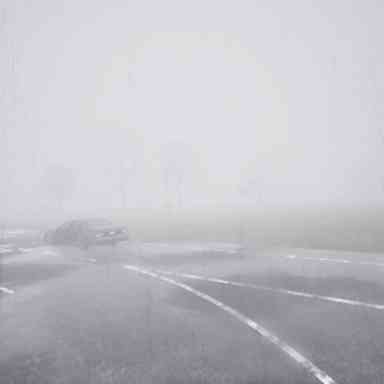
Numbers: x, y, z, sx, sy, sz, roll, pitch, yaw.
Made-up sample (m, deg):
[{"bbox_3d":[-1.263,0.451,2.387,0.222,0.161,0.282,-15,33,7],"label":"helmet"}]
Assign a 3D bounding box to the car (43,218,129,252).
[{"bbox_3d":[-5.316,1.982,16.299,5.357,1.411,2.033,-4,0,42],"label":"car"}]
